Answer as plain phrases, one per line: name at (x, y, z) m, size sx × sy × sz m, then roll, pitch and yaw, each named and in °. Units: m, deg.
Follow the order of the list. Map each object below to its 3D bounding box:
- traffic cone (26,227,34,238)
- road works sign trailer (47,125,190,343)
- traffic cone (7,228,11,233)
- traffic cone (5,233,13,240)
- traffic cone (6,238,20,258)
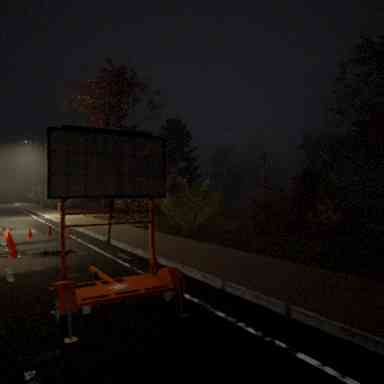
traffic cone at (-8.689, 2.150, 17.803) m, size 0.340 × 0.580 × 0.340 m, roll 0°, pitch 0°, yaw -31°
road works sign trailer at (-1.723, 0.526, 6.838) m, size 2.380 × 3.560 × 2.880 m, roll 0°, pitch 0°, yaw -31°
traffic cone at (-8.525, 2.133, 15.573) m, size 0.340 × 0.580 × 0.340 m, roll 0°, pitch 0°, yaw -31°
traffic cone at (-7.502, 2.112, 13.854) m, size 0.340 × 0.580 × 0.340 m, roll 0°, pitch -1°, yaw -31°
traffic cone at (-6.479, 2.092, 12.136) m, size 0.340 × 0.580 × 0.340 m, roll 0°, pitch 0°, yaw -31°
